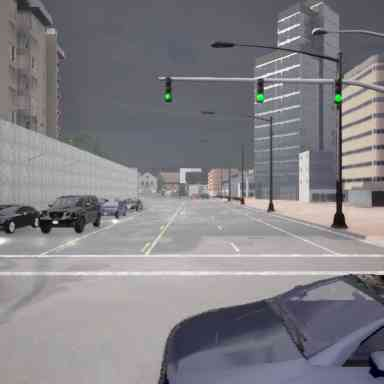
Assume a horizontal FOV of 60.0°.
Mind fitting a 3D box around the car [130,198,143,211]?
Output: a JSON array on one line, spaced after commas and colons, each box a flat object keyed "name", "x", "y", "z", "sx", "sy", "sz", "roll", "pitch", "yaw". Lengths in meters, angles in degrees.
[{"name": "car", "x": -7.115, "y": 1.491, "z": 40.039, "sx": 2.128, "sy": 1.511, "sz": 4.902, "roll": 0, "pitch": 0, "yaw": 0}]

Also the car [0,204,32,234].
[{"name": "car", "x": -10.612, "y": 1.505, "z": 19.423, "sx": 1.837, "sy": 1.490, "sz": 4.892, "roll": 0, "pitch": 0, "yaw": 0}]

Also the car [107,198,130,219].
[{"name": "car", "x": -7.117, "y": 1.526, "z": 29.696, "sx": 1.812, "sy": 1.442, "sz": 4.674, "roll": 0, "pitch": 0, "yaw": 0}]

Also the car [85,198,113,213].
[{"name": "car", "x": -10.617, "y": 1.505, "z": 38.309, "sx": 1.837, "sy": 1.490, "sz": 4.892, "roll": 0, "pitch": 0, "yaw": 0}]

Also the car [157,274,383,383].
[{"name": "car", "x": 1.715, "y": 1.566, "z": 3.144, "sx": 4.181, "sy": 1.385, "sz": 1.994, "roll": 0, "pitch": 0, "yaw": 0}]

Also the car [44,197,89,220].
[{"name": "car", "x": -10.617, "y": 1.352, "z": 28.491, "sx": 2.097, "sy": 1.767, "sz": 4.553, "roll": 0, "pitch": 0, "yaw": 0}]

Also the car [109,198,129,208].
[{"name": "car", "x": -10.586, "y": 1.601, "z": 48.369, "sx": 1.895, "sy": 1.301, "sz": 4.718, "roll": 0, "pitch": 0, "yaw": 0}]

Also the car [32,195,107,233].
[{"name": "car", "x": -7.109, "y": 1.221, "z": 20.056, "sx": 2.150, "sy": 2.045, "sz": 5.566, "roll": 0, "pitch": 0, "yaw": 0}]
